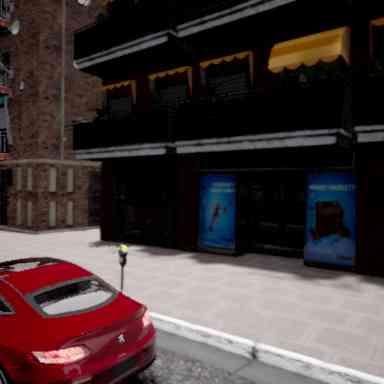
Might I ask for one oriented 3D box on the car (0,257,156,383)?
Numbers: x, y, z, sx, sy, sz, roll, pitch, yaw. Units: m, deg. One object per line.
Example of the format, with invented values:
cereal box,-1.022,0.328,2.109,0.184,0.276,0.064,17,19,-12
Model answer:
car,-2.359,1.569,4.503,4.206,1.307,1.802,0,1,36
